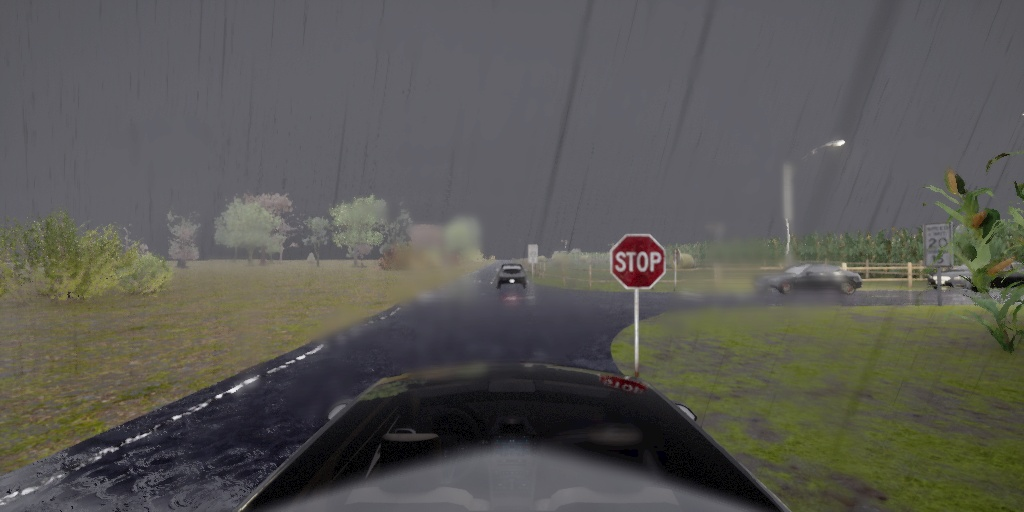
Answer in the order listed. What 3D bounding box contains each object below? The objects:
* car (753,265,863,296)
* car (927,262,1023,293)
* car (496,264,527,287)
[{"bbox_3d":[14.485,1.147,17.664,4.674,1.442,1.812,-1,-1,-1],"label":"car"},{"bbox_3d":[23.684,1.024,17.828,4.902,1.511,2.128,-1,-1,-1],"label":"car"},{"bbox_3d":[-0.028,1.263,24.282,1.837,1.490,4.892,0,0,-1],"label":"car"}]
